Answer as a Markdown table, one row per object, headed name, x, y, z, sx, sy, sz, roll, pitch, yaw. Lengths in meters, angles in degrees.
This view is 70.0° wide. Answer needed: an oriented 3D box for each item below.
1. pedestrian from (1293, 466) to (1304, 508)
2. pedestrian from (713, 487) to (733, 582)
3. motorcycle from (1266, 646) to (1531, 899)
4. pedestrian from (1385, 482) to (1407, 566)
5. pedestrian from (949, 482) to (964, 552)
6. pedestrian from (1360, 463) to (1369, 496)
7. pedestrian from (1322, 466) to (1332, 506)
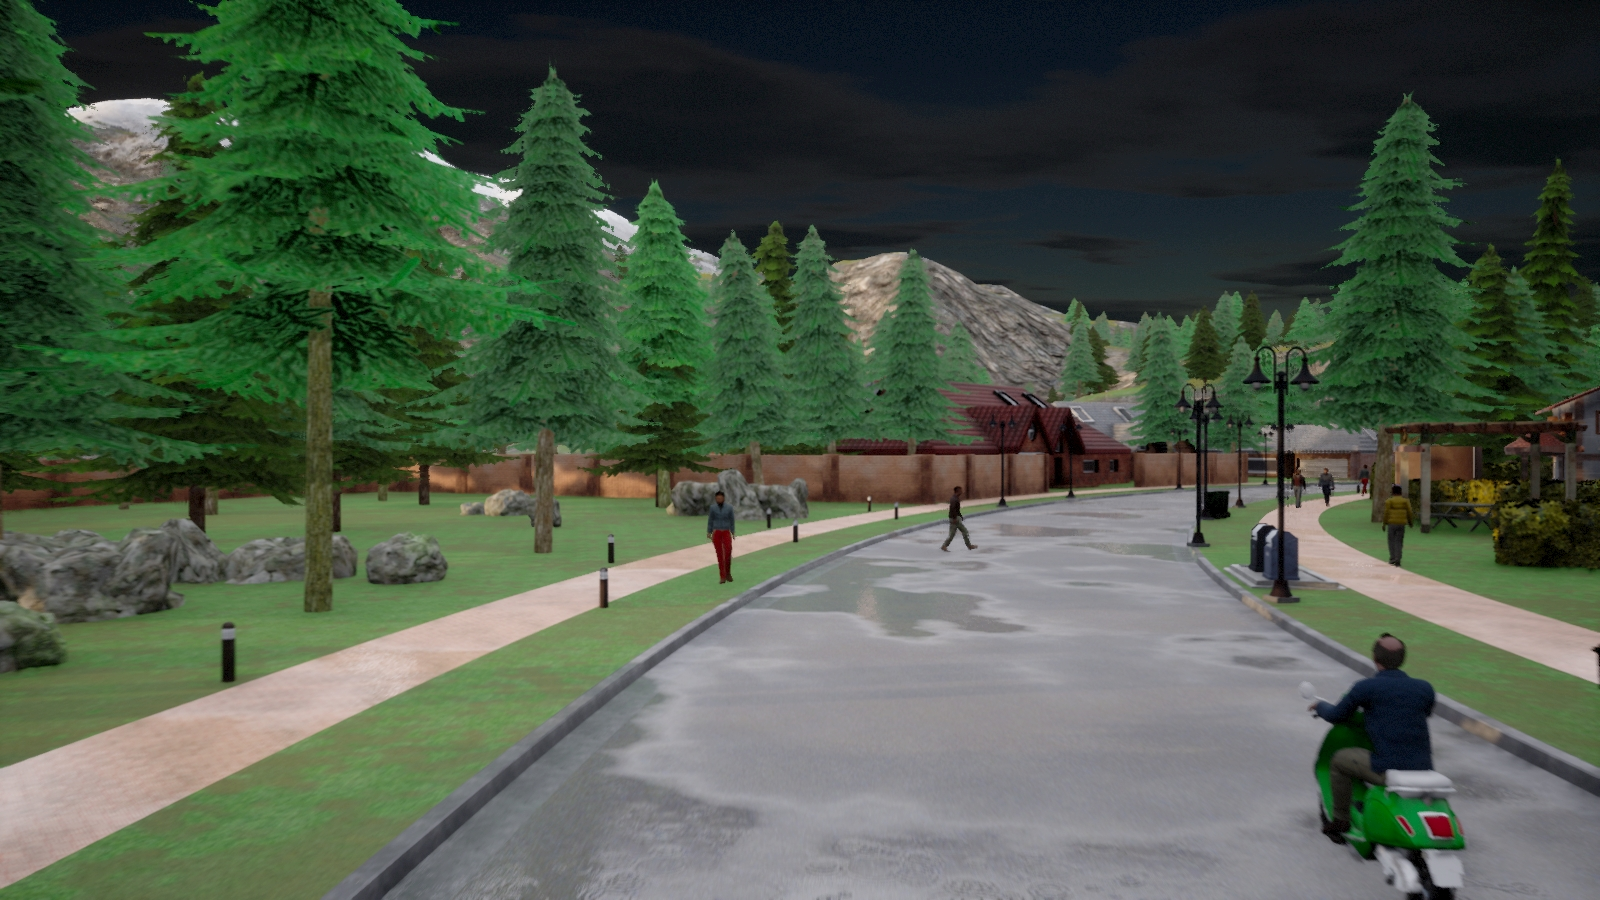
| name | x | y | z | sx | sy | sz | roll | pitch | yaw |
| --- | --- | --- | --- | --- | --- | --- | --- | --- | --- |
| pedestrian | 22.525 | 1.665 | 51.623 | 0.375 | 1.860 | 0.375 | 0 | 0 | 33 |
| pedestrian | -1.529 | 1.665 | 22.637 | 0.375 | 1.860 | 0.375 | 0 | 0 | -1 |
| motorcycle | 3.788 | 2.099 | 7.433 | 0.856 | 1.334 | 1.805 | 0 | 0 | 3 |
| pedestrian | 13.423 | 1.663 | 25.725 | 0.375 | 1.860 | 0.375 | 0 | 0 | 17 |
| pedestrian | 4.242 | 1.815 | 30.963 | 0.375 | 1.860 | 0.375 | 0 | 0 | 8 |
| pedestrian | 32.233 | 1.666 | 65.187 | 0.375 | 1.860 | 0.375 | 0 | 0 | 42 |
| pedestrian | 24.468 | 1.665 | 53.023 | 0.375 | 1.860 | 0.375 | 0 | 0 | 33 |
